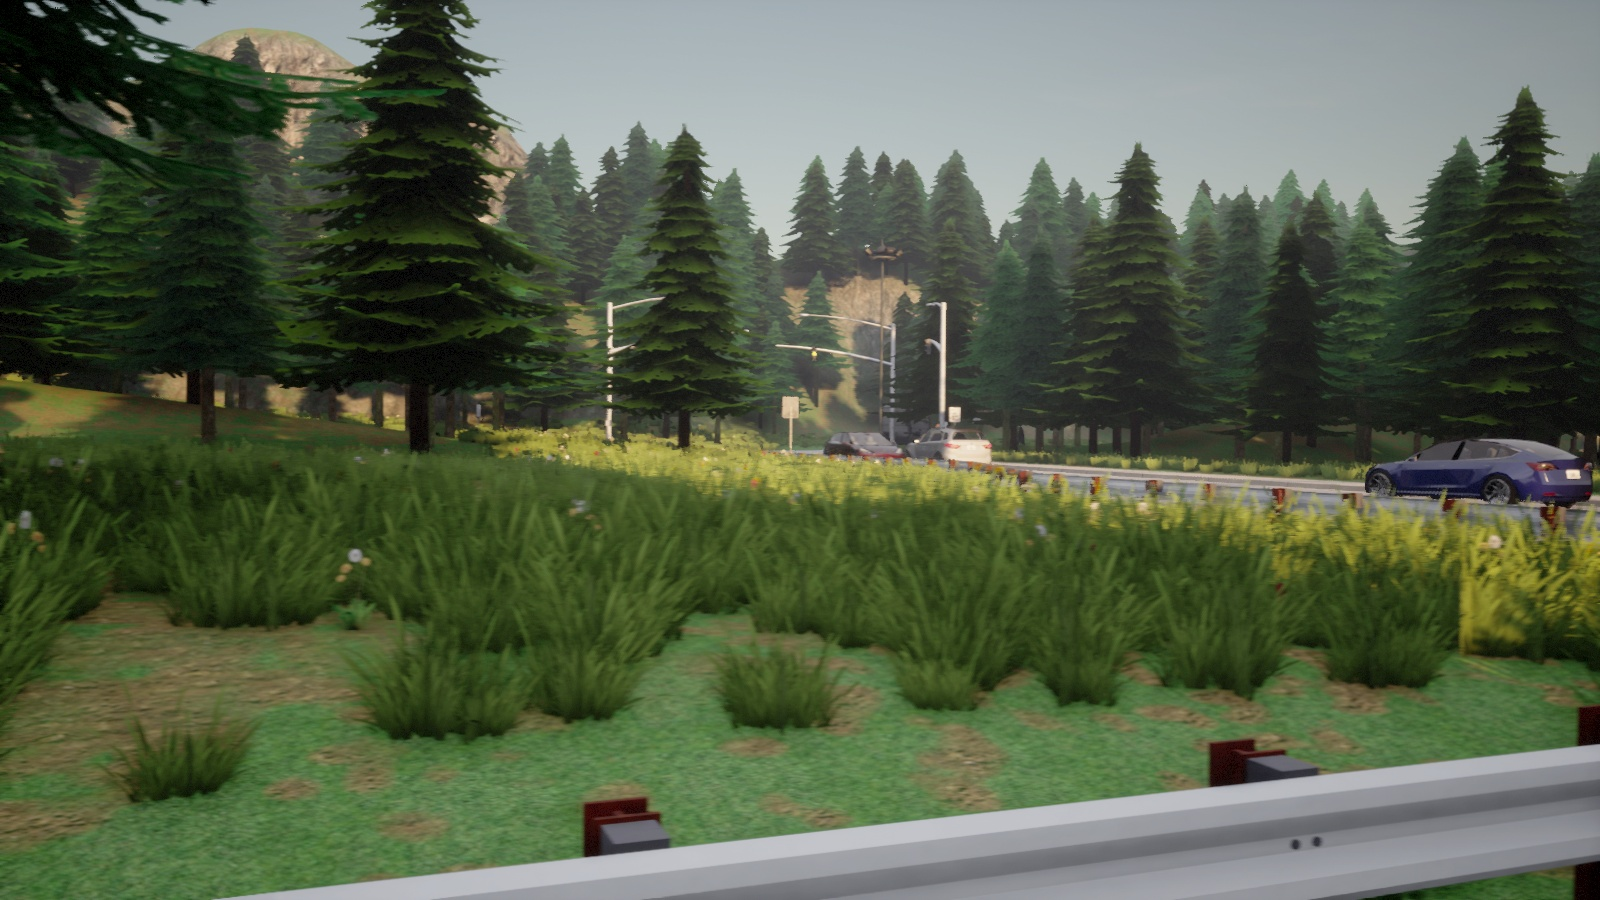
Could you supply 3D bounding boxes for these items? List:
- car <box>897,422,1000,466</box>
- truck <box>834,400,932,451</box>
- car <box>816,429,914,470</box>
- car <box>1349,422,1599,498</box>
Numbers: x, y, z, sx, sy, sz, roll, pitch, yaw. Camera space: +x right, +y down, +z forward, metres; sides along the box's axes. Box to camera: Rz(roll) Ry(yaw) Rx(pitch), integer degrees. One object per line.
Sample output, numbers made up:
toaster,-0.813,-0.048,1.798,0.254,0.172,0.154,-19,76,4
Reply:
car,5.850,-0.267,50.194,2.242,1.667,4.611,-1,1,-20
truck,5.966,-1.731,89.220,2.891,3.462,7.936,0,1,39
car,2.482,-0.059,49.226,2.163,1.488,4.792,-1,1,-20
car,14.643,0.165,27.321,2.163,1.488,4.792,-1,1,-22
